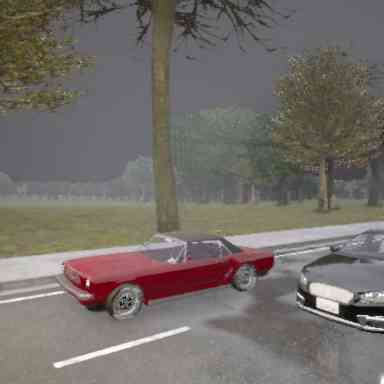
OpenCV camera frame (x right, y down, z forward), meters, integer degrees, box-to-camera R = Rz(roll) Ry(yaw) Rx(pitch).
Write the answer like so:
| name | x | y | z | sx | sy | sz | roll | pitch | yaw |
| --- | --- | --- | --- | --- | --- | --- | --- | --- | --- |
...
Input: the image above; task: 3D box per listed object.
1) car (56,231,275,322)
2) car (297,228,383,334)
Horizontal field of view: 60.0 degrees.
| name | x | y | z | sx | sy | sz | roll | pitch | yaw |
| --- | --- | --- | --- | --- | --- | --- | --- | --- | --- |
| car | -0.403 | 1.608 | 7.383 | 4.718 | 1.301 | 1.895 | 0 | 0 | -35 |
| car | 4.106 | 1.506 | 6.599 | 4.902 | 1.511 | 2.128 | 0 | 0 | -35 |
